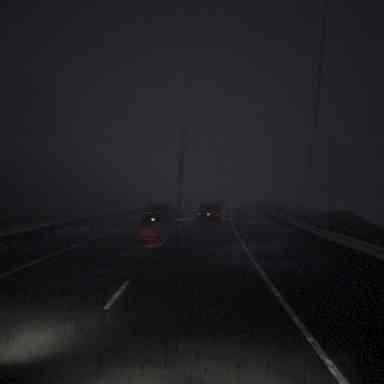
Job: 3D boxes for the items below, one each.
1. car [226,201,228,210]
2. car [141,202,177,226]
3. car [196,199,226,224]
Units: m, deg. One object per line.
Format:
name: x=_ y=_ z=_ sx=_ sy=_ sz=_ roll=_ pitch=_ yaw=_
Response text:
car: x=3.587 y=1.572 z=42.428 sx=1.895 sy=1.301 sz=4.718 roll=0 pitch=0 yaw=9
car: x=-2.261 y=1.485 z=23.543 sx=1.837 sy=1.490 sz=4.892 roll=0 pitch=0 yaw=5
car: x=1.330 y=1.530 z=24.615 sx=2.033 sy=1.411 sz=5.357 roll=0 pitch=0 yaw=5
